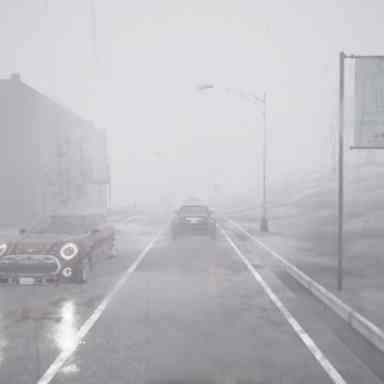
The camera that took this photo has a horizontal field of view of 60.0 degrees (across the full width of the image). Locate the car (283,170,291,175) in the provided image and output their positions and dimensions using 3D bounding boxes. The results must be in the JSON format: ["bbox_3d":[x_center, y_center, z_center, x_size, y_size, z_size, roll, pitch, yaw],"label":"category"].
[{"bbox_3d":[21.697,-4.046,70.848,2.231,1.521,4.892,0,1,-1],"label":"car"}]

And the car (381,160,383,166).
[{"bbox_3d":[24.218,-3.423,37.583,2.002,1.452,4.674,0,1,-7],"label":"car"}]

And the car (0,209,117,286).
[{"bbox_3d":[-3.604,1.349,9.503,2.097,1.767,4.553,0,0,0],"label":"car"}]

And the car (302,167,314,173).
[{"bbox_3d":[22.064,-3.831,59.789,2.002,1.452,4.674,0,1,-3],"label":"car"}]

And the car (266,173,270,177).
[{"bbox_3d":[21.332,-4.202,87.278,2.002,1.452,4.674,0,1,-1],"label":"car"}]

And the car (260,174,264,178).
[{"bbox_3d":[21.205,-4.434,92.951,2.185,1.767,4.553,0,1,-1],"label":"car"}]

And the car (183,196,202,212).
[{"bbox_3d":[0.079,1.370,38.990,2.097,1.767,4.553,0,0,0],"label":"car"}]

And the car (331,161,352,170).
[{"bbox_3d":[22.890,-3.794,48.746,2.185,1.767,4.553,0,1,-5],"label":"car"}]

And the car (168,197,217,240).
[{"bbox_3d":[0.091,1.347,17.101,2.097,1.767,4.553,0,0,0],"label":"car"}]

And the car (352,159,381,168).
[{"bbox_3d":[23.513,-3.534,43.056,2.163,1.488,4.792,0,1,-6],"label":"car"}]

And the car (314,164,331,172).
[{"bbox_3d":[22.419,-3.770,54.252,2.097,1.535,5.008,0,1,-4],"label":"car"}]

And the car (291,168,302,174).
[{"bbox_3d":[21.828,-3.968,65.330,2.231,1.521,4.892,0,1,-1],"label":"car"}]

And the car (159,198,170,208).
[{"bbox_3d":[-4.124,1.641,51.747,1.882,1.535,5.008,0,-1,-6],"label":"car"}]

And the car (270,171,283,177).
[{"bbox_3d":[21.454,-4.303,81.785,2.185,1.767,4.553,0,1,-1],"label":"car"}]
